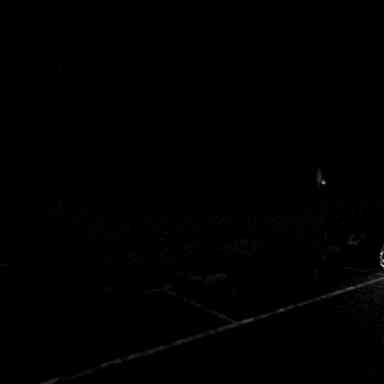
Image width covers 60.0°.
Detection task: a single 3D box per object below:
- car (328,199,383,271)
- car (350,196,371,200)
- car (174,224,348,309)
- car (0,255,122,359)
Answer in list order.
[{"bbox_3d":[6.194,1.308,11.070,5.009,1.841,2.192,0,0,-36],"label":"car"},{"bbox_3d":[35.234,1.555,68.988,1.812,1.442,4.674,0,0,-36],"label":"car"},{"bbox_3d":[1.573,1.578,7.773,4.206,1.307,1.802,0,0,-36],"label":"car"},{"bbox_3d":[-3.049,1.582,4.475,4.206,1.307,1.802,0,0,-36],"label":"car"}]
